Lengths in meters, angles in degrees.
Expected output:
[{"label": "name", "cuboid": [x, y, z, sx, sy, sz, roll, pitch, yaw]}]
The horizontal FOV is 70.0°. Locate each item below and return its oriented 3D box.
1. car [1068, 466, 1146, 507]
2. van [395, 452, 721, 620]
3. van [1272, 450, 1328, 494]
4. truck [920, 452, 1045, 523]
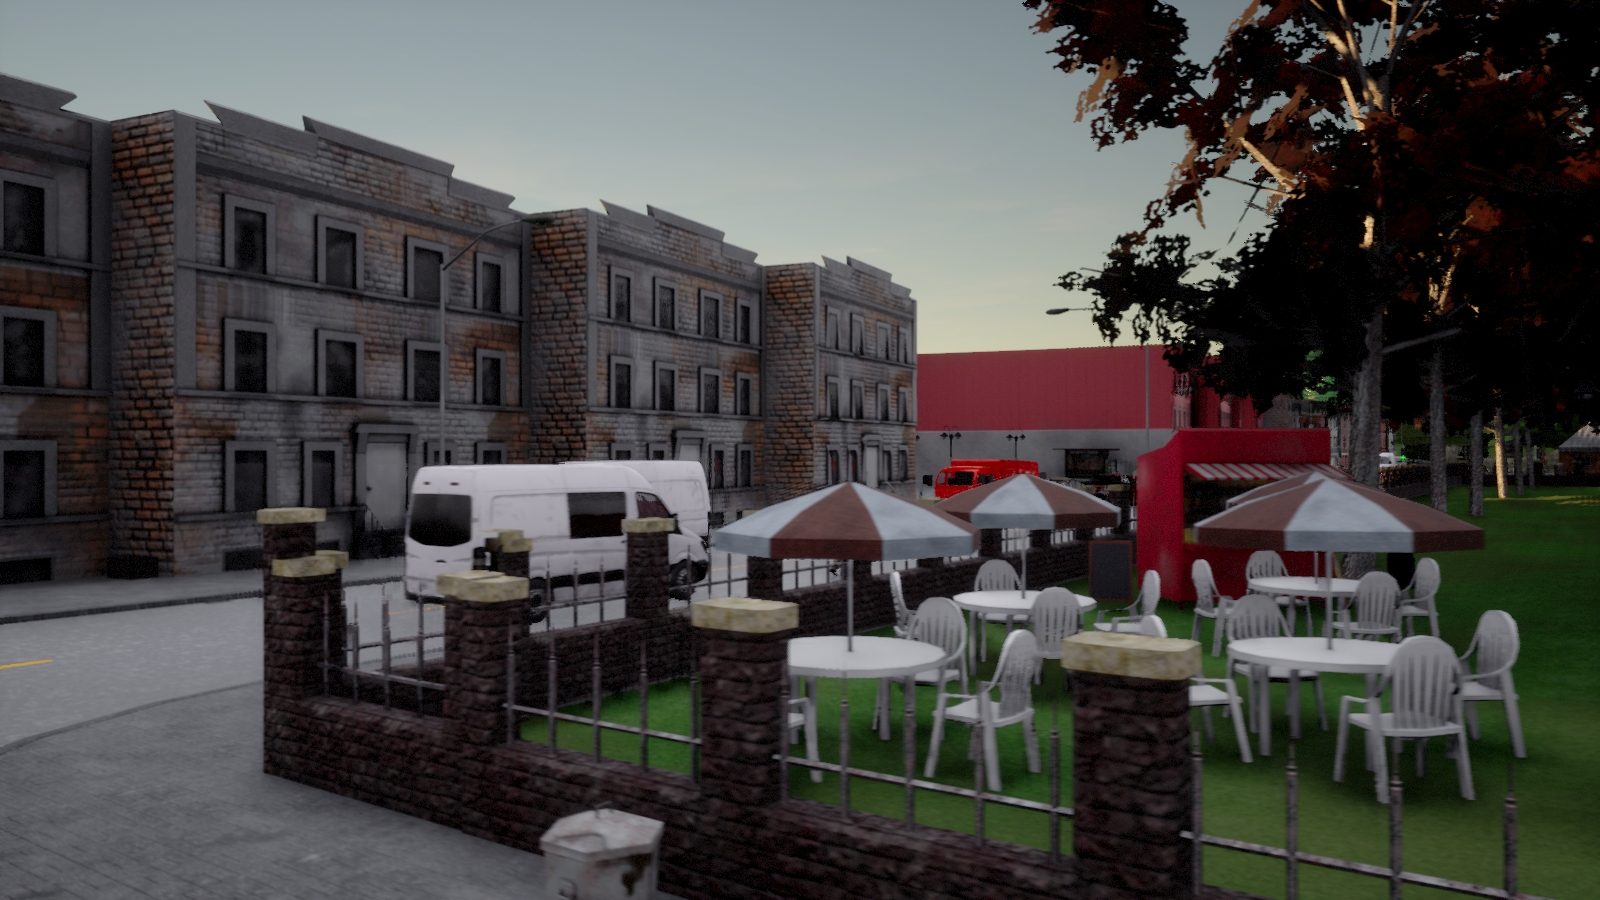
[{"label": "car", "cuboid": [14.492, 1.686, 53.795, 2.097, 1.767, 4.553, 0, 0, 35]}, {"label": "van", "cuboid": [-4.061, 1.315, 20.414, 1.988, 2.561, 5.915, 0, 0, 35]}, {"label": "van", "cuboid": [30.526, 1.314, 69.673, 1.988, 2.561, 5.915, 0, 0, 35]}, {"label": "truck", "cuboid": [6.930, 1.365, 42.917, 2.627, 2.467, 5.204, 0, -1, 35]}]
